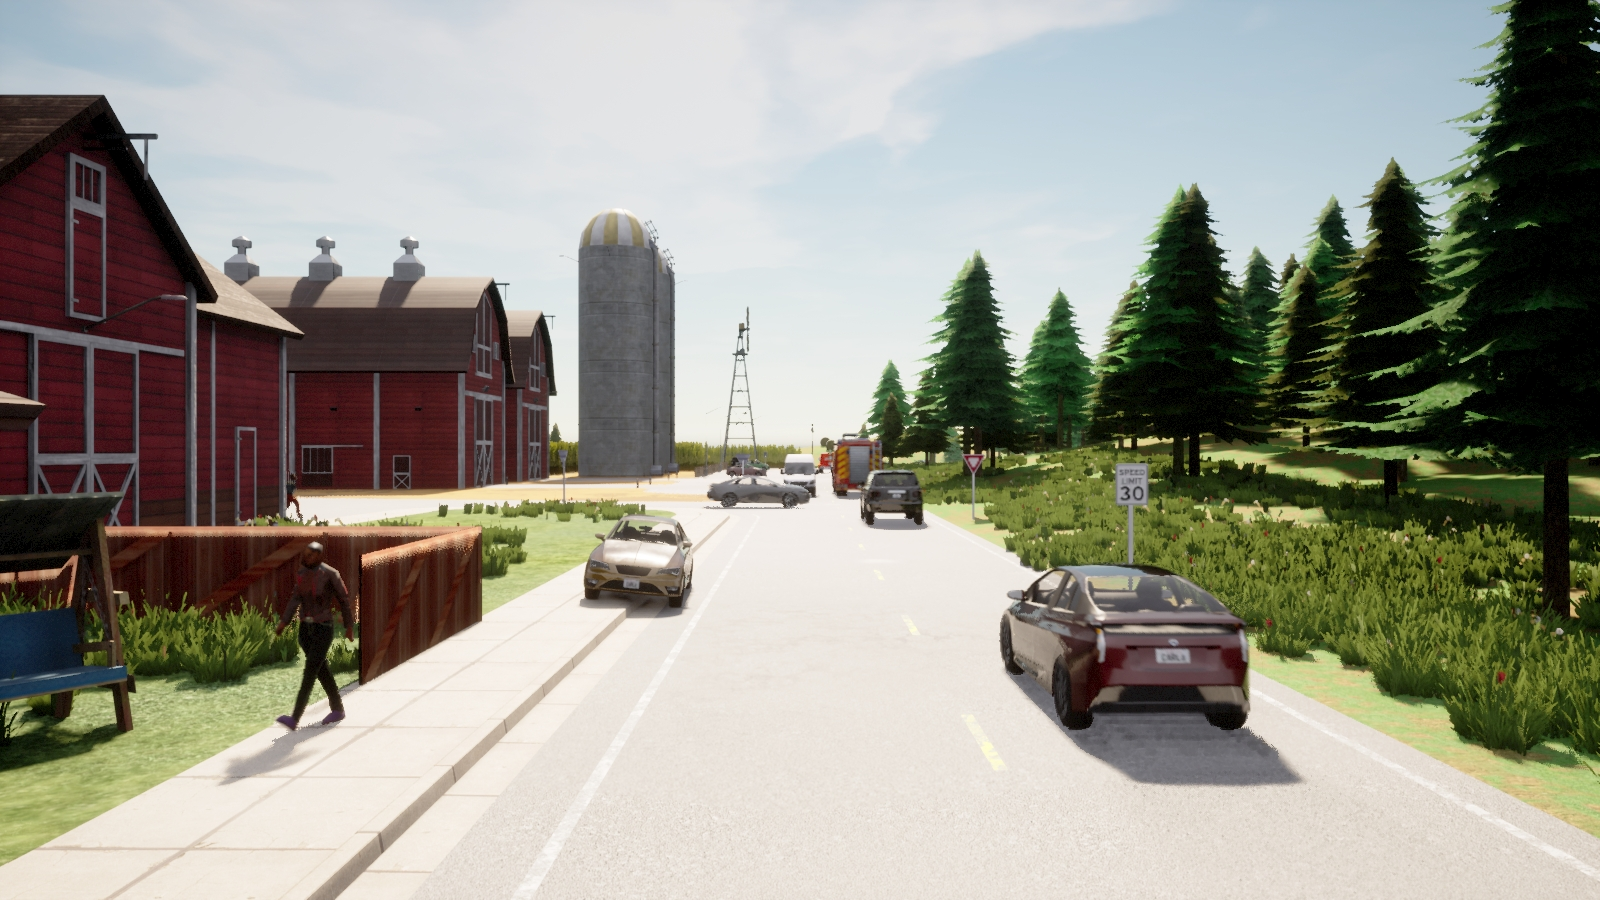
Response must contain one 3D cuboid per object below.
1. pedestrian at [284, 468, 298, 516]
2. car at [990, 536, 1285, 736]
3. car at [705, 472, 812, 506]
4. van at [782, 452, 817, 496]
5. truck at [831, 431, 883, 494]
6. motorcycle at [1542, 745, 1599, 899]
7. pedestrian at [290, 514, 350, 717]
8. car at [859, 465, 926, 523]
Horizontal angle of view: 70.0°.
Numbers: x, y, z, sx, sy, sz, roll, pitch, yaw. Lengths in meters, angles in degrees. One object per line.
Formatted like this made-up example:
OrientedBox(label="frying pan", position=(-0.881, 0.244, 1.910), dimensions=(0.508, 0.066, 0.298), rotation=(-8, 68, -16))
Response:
OrientedBox(label="pedestrian", position=(-19.709, 1.616, 44.236), dimensions=(0.375, 1.860, 0.375), rotation=(0, 0, -3))
OrientedBox(label="car", position=(3.519, 1.900, 12.902), dimensions=(2.007, 1.525, 4.514), rotation=(0, 0, 0))
OrientedBox(label="car", position=(-2.003, 1.848, 54.153), dimensions=(4.902, 1.511, 2.128), rotation=(0, 0, -7))
OrientedBox(label="van", position=(-0.007, 1.395, 69.461), dimensions=(1.988, 2.561, 5.915), rotation=(0, 0, 1))
OrientedBox(label="truck", position=(3.559, 0.751, 73.394), dimensions=(2.891, 3.827, 8.468), rotation=(0, 0, 0))
OrientedBox(label="motorcycle", position=(3.532, 1.961, 3.658), dimensions=(0.867, 1.460, 2.209), rotation=(0, 0, 0))
OrientedBox(label="pedestrian", position=(-4.557, 1.555, 10.860), dimensions=(0.375, 1.860, 0.375), rotation=(0, 0, 18))
OrientedBox(label="car", position=(3.548, 1.640, 44.725), dimensions=(2.150, 2.045, 5.566), rotation=(0, 0, 0))
